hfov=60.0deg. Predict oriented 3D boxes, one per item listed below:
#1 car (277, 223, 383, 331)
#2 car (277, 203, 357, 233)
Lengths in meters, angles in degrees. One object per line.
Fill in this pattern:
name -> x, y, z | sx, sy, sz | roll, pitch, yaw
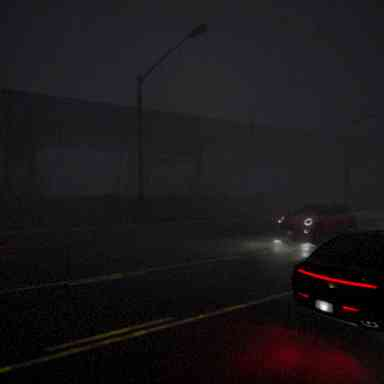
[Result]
car -> 4.038, 1.527, 6.620 | 4.892, 1.490, 1.837 | 0, 0, -36
car -> 6.489, 1.394, 17.189 | 4.553, 1.767, 2.097 | 0, 0, -35
